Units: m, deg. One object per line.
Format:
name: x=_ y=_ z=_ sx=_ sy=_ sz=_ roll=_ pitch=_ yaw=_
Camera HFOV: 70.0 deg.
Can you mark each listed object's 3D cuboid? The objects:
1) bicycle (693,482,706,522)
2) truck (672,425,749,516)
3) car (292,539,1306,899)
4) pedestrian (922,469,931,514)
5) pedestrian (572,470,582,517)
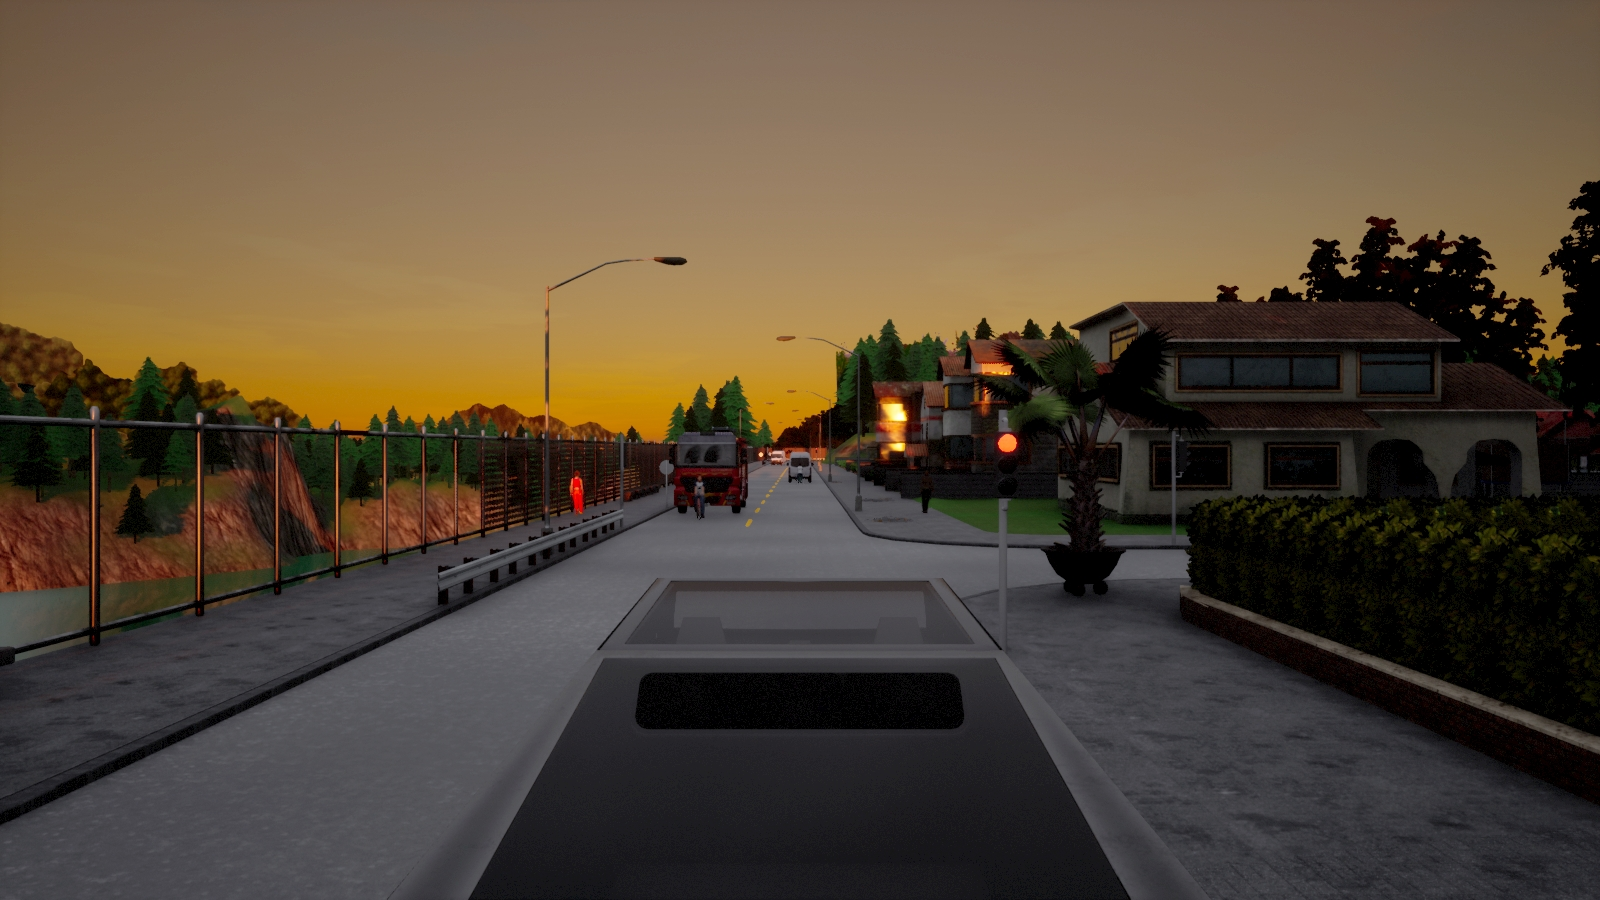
bicycle: x=-3.997 y=2.039 z=45.336 sx=0.373 sy=1.496 sz=1.643 roll=0 pitch=0 yaw=0
truck: x=-3.997 y=0.871 z=52.639 sx=2.891 sy=3.827 sz=8.468 roll=0 pitch=0 yaw=0
car: x=-0.001 y=1.751 z=5.830 sx=2.390 sy=2.098 sz=6.274 roll=0 pitch=0 yaw=0
pedestrian: x=5.237 y=1.718 z=47.372 sx=0.375 sy=1.860 sz=0.375 roll=0 pitch=0 yaw=3
pedestrian: x=-8.923 y=1.727 z=45.721 sx=0.375 sy=1.860 sz=0.375 roll=0 pitch=0 yaw=-2
